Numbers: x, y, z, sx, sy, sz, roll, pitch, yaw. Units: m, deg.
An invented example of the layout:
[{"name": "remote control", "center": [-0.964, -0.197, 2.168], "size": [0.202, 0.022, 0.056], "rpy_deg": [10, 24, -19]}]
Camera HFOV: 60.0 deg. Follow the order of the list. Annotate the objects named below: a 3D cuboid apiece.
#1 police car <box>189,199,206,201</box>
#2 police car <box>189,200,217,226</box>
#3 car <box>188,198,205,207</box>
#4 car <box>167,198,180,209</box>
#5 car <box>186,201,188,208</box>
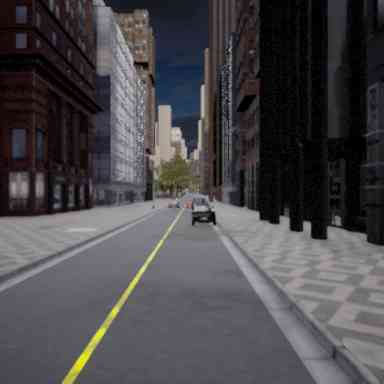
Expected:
[{"name": "police car", "center": [0.899, 1.870, 36.855], "size": [1.930, 1.638, 5.238], "rpy_deg": [0, -1, 0]}, {"name": "police car", "center": [0.900, 1.753, 26.855], "size": [1.930, 1.638, 5.238], "rpy_deg": [0, -1, 0]}, {"name": "car", "center": [0.900, 1.737, 42.776], "size": [2.150, 2.045, 5.566], "rpy_deg": [0, -1, 0]}, {"name": "car", "center": [-3.060, 2.194, 56.657], "size": [1.812, 1.442, 4.674], "rpy_deg": [0, -1, 0]}, {"name": "car", "center": [0.001, 2.080, 62.146], "size": [2.097, 1.767, 4.553], "rpy_deg": [0, -1, 0]}]
